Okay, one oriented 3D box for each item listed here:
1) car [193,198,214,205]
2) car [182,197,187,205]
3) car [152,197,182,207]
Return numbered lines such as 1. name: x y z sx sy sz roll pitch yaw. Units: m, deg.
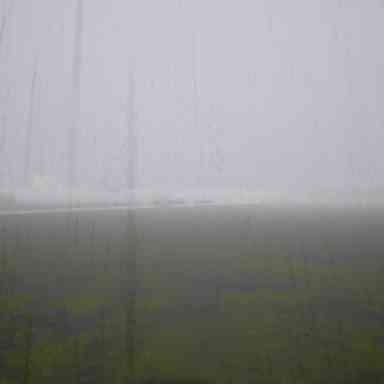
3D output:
1. car: 2.323 1.807 64.592 1.895 1.301 4.718 0 0 37
2. car: -2.887 1.670 62.199 2.128 1.511 4.902 0 0 37
3. car: -4.431 1.617 55.452 1.882 1.535 5.008 0 0 37
